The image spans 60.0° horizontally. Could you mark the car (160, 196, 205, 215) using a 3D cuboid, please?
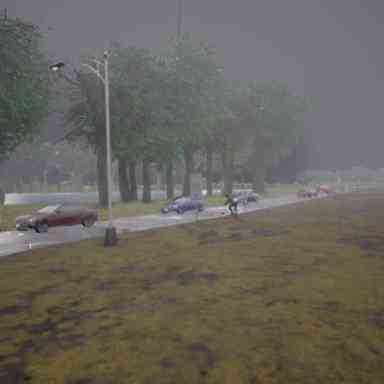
[{"bbox_3d":[-0.686,1.073,28.030,1.812,1.442,4.674,-1,1,35],"label":"car"}]

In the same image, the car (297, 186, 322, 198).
[{"bbox_3d":[16.317,0.054,47.116,2.128,1.511,4.902,-1,1,35],"label":"car"}]

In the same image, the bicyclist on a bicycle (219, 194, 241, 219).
[{"bbox_3d":[2.506,0.993,22.173,1.656,1.620,0.582,-1,1,35],"label":"bicyclist on a bicycle"}]

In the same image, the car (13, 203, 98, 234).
[{"bbox_3d":[-7.383,1.353,18.440,1.812,1.442,4.674,-1,0,34],"label":"car"}]

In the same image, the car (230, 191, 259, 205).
[{"bbox_3d":[5.937,0.641,37.455,2.128,1.511,4.902,-1,1,35],"label":"car"}]

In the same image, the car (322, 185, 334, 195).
[{"bbox_3d":[22.251,-0.369,55.572,1.882,1.535,5.008,-1,2,35],"label":"car"}]
